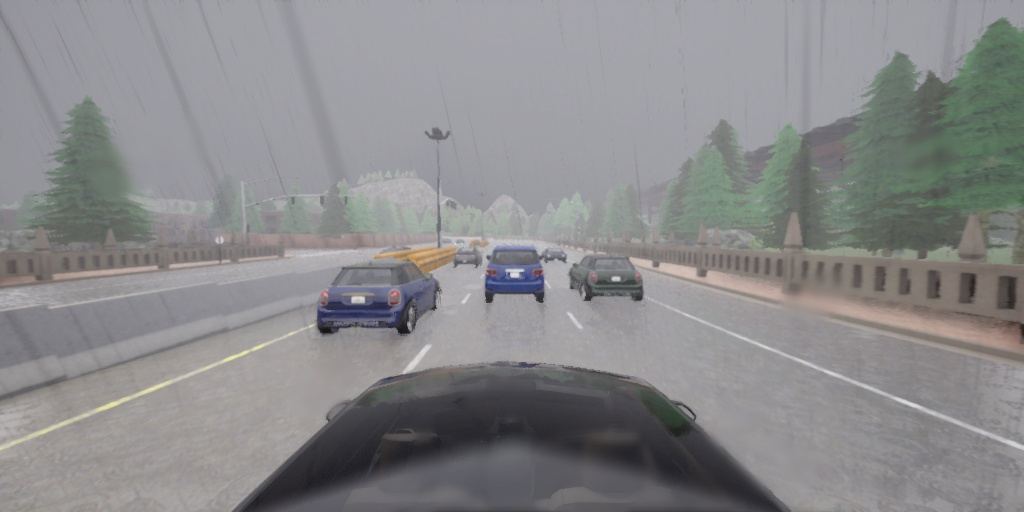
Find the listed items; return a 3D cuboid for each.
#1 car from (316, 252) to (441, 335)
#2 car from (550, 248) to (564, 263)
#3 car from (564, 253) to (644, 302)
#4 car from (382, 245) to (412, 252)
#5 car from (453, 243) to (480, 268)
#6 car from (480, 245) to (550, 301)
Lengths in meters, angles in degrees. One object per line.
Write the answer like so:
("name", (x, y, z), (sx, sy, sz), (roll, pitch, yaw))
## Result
("car", (-3.400, 0.904, 10.049), (2.097, 1.767, 4.553), (0, 2, 0))
("car", (3.670, -0.104, 32.001), (1.895, 1.301, 4.718), (0, 3, 0))
("car", (3.602, 0.689, 14.512), (2.097, 1.767, 4.553), (0, 3, 0))
("car", (-10.463, -0.241, 32.501), (2.128, 1.511, 4.902), (0, 3, 1))
("car", (-3.351, 0.035, 27.866), (2.128, 1.511, 4.902), (0, 4, 0))
("car", (0.102, 0.556, 14.612), (2.150, 2.045, 5.566), (0, 4, 0))
